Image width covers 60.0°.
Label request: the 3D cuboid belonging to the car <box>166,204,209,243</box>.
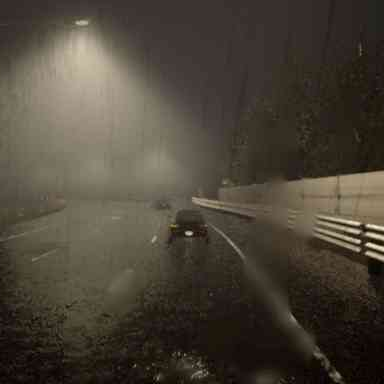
[{"bbox_3d":[-0.199,1.525,15.938,1.812,1.442,4.674,0,0,-2],"label":"car"}]

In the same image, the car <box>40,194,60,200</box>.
[{"bbox_3d":[-36.792,1.378,85.917,1.882,1.535,5.008,0,0,-44],"label":"car"}]

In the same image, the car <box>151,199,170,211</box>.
[{"bbox_3d":[-3.888,1.533,41.115,2.033,1.411,5.357,0,0,-15],"label":"car"}]
